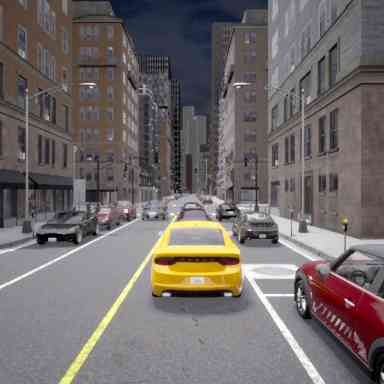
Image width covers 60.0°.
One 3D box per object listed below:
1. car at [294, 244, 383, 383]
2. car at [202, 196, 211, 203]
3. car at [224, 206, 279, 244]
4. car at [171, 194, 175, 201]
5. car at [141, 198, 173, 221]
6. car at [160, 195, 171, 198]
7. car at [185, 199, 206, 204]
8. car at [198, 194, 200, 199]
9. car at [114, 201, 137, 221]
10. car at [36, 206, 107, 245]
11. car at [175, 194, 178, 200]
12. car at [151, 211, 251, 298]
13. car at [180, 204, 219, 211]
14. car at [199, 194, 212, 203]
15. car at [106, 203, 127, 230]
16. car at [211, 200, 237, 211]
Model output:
[{"bbox_3d":[2.858,1.440,4.662,1.967,1.590,4.097,0,0,0],"label":"car"},{"bbox_3d":[2.932,1.579,69.336,1.752,1.417,4.829,0,0,0],"label":"car"},{"bbox_3d":[2.863,1.552,15.664,2.008,1.369,4.403,0,0,0],"label":"car"},{"bbox_3d":[-5.580,1.616,74.591,2.008,1.369,4.403,0,0,0],"label":"car"},{"bbox_3d":[-2.987,1.536,27.444,2.128,1.511,4.902,0,0,0],"label":"car"},{"bbox_3d":[-5.605,1.626,63.774,1.802,1.307,4.206,0,0,0],"label":"car"},{"bbox_3d":[0.012,1.529,26.396,1.812,1.442,4.674,0,0,2],"label":"car"},{"bbox_3d":[2.945,1.616,74.575,2.008,1.369,4.403,0,0,0],"label":"car"},{"bbox_3d":[-5.657,1.443,26.671,1.967,1.590,4.097,0,0,0],"label":"car"},{"bbox_3d":[-5.662,1.567,15.668,1.947,1.339,4.313,0,0,0],"label":"car"},{"bbox_3d":[-5.544,1.637,90.647,1.752,1.417,4.829,0,0,0],"label":"car"},{"bbox_3d":[0.098,1.478,8.591,1.882,1.535,5.008,0,0,0],"label":"car"},{"bbox_3d":[0.115,1.565,17.585,1.994,1.385,4.181,0,0,0],"label":"car"},{"bbox_3d":[2.919,1.484,63.757,1.967,1.590,4.097,0,0,0],"label":"car"},{"bbox_3d":[-5.660,1.584,21.170,1.802,1.307,4.206,0,0,0],"label":"car"},{"bbox_3d":[2.868,1.569,26.667,1.947,1.339,4.313,0,0,0],"label":"car"}]
